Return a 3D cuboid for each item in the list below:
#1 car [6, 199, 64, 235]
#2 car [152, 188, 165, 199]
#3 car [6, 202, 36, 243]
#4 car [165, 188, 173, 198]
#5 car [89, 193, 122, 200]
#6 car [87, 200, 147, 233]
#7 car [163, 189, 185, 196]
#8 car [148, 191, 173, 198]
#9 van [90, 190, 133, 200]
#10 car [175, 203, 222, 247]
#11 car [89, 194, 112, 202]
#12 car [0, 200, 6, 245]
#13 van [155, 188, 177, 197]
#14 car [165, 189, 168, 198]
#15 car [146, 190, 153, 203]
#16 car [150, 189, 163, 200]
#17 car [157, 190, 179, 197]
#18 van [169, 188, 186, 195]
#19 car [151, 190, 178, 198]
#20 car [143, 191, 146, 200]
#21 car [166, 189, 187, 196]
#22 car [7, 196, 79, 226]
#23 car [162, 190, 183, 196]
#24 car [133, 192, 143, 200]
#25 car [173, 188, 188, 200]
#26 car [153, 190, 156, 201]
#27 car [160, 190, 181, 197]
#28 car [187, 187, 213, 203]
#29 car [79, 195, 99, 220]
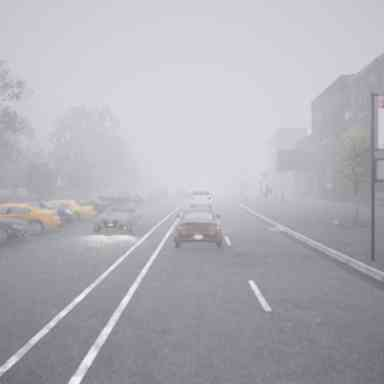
[{"bbox_3d":[-9.261,1.344,16.561,5.008,1.535,2.097,-1,1,-19],"label":"car"},{"bbox_3d":[-7.299,0.521,55.130,4.553,1.767,2.185,-1,1,-16],"label":"car"},{"bbox_3d":[-9.341,1.395,13.593,4.892,1.521,2.231,-1,0,-19],"label":"car"},{"bbox_3d":[-6.885,0.302,61.036,5.566,2.045,2.435,-1,1,-15],"label":"car"},{"bbox_3d":[-8.890,1.121,28.444,5.008,1.535,2.097,-1,1,-18],"label":"car"},{"bbox_3d":[-3.967,1.386,18.361,1.994,1.385,4.181,0,1,2],"label":"car"},{"bbox_3d":[-4.666,0.200,84.611,5.366,1.575,1.946,-1,1,-14],"label":"car"},{"bbox_3d":[-6.332,0.500,66.970,4.674,1.452,2.002,-1,1,-15],"label":"car"},{"bbox_3d":[-8.734,0.787,34.329,4.442,1.987,1.878,-1,1,-17],"label":"van"},{"bbox_3d":[0.273,1.419,14.360,1.812,1.442,4.674,0,1,1],"label":"car"},{"bbox_3d":[-8.988,1.177,25.468,5.008,1.535,2.097,-1,1,-18],"label":"car"},{"bbox_3d":[-9.417,1.182,10.600,5.566,2.045,2.435,-1,1,-19],"label":"car"},{"bbox_3d":[-5.651,0.144,72.911,4.442,1.987,1.878,-1,1,-14],"label":"van"},{"bbox_3d":[-7.101,0.639,58.094,4.674,1.452,2.002,-1,1,-16],"label":"car"},{"bbox_3d":[-8.132,0.849,43.271,5.008,1.535,2.097,-1,1,-17],"label":"car"},{"bbox_3d":[-7.559,0.698,52.170,4.892,1.521,2.231,-1,1,-16],"label":"car"},{"bbox_3d":[-5.455,0.370,75.836,4.674,1.452,2.002,-1,1,-14],"label":"car"},{"bbox_3d":[-3.887,-0.118,90.518,4.442,1.987,1.878,-1,1,-13],"label":"van"},{"bbox_3d":[-5.872,0.409,69.974,5.366,1.575,1.946,-1,1,-15],"label":"car"},{"bbox_3d":[-8.279,0.776,40.308,4.553,1.767,2.185,-1,1,-17],"label":"car"},{"bbox_3d":[-4.127,0.153,87.602,5.008,1.535,2.097,-1,1,-13],"label":"car"},{"bbox_3d":[-9.218,1.164,19.525,4.553,1.767,2.185,-1,1,-18],"label":"car"},{"bbox_3d":[-4.813,0.285,81.703,4.674,1.452,2.002,-1,1,-14],"label":"car"},{"bbox_3d":[-8.479,0.956,37.345,5.008,1.535,2.097,-1,1,-17],"label":"car"},{"bbox_3d":[-1.584,0.286,60.590,2.150,2.045,5.566,0,1,5],"label":"car"},{"bbox_3d":[-7.923,0.827,46.247,4.792,1.488,2.163,-1,1,-16],"label":"car"},{"bbox_3d":[-5.122,0.327,78.771,4.674,1.452,2.002,0,0,-14],"label":"car"},{"bbox_3d":[0.992,0.734,34.627,2.150,2.045,5.566,0,1,3],"label":"car"},{"bbox_3d":[-9.273,1.234,22.441,5.366,1.575,1.946,-1,1,-18],"label":"car"}]
